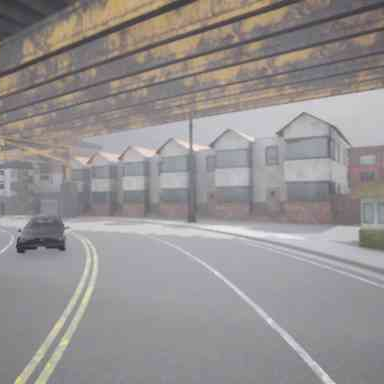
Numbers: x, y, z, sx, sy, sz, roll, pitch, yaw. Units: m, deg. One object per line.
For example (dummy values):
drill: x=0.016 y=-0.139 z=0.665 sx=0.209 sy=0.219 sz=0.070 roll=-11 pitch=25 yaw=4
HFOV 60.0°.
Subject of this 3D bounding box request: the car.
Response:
car: x=-6.691 y=1.826 z=15.214 sx=2.033 sy=1.411 sz=5.357 roll=0 pitch=-1 yaw=-21
